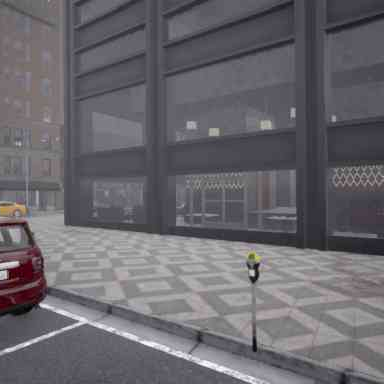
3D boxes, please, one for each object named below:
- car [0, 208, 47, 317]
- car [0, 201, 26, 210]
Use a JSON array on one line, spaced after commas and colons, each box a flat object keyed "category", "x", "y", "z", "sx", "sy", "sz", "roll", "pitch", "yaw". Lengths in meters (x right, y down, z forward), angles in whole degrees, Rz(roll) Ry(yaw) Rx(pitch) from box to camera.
[{"category": "car", "x": -4.778, "y": 1.317, "z": 6.267, "sx": 5.009, "sy": 1.841, "sz": 2.192, "roll": 0, "pitch": -1, "yaw": 35}, {"category": "car", "x": -18.286, "y": 1.642, "z": 31.184, "sx": 1.882, "sy": 1.535, "sz": 5.008, "roll": -1, "pitch": -1, "yaw": 36}]
